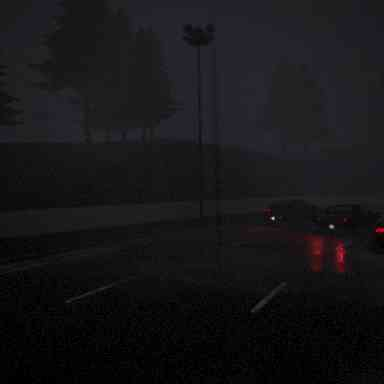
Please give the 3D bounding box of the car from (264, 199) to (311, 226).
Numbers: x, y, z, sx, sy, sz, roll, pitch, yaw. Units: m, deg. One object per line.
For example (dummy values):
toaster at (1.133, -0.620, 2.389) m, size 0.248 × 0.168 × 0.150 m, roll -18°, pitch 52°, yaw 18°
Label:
car at (6.379, 1.191, 20.564) m, size 4.892 × 1.490 × 1.837 m, roll -1°, pitch 0°, yaw -43°

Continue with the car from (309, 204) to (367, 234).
car at (8.218, 1.295, 17.269) m, size 4.718 × 1.301 × 1.895 m, roll -1°, pitch 1°, yaw -44°

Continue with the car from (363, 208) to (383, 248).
car at (8.439, 1.287, 12.575) m, size 2.033 × 1.411 × 5.357 m, roll 0°, pitch 1°, yaw 42°
